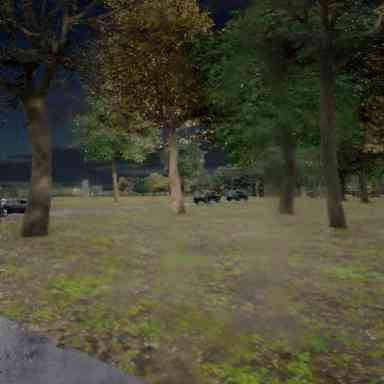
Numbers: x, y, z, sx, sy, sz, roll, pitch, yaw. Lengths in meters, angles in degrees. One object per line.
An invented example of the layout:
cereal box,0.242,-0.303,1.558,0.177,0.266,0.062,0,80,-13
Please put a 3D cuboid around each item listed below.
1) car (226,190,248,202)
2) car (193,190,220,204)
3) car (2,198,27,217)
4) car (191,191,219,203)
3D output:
car,8.288,0.715,61.360,2.150,2.045,5.566,-2,-1,36
car,2.347,0.773,52.958,2.150,2.045,5.566,-2,-1,36
car,-15.078,1.312,28.605,1.837,1.490,4.892,-2,-1,36
car,2.407,0.849,59.146,2.150,2.045,5.566,-2,-1,36
